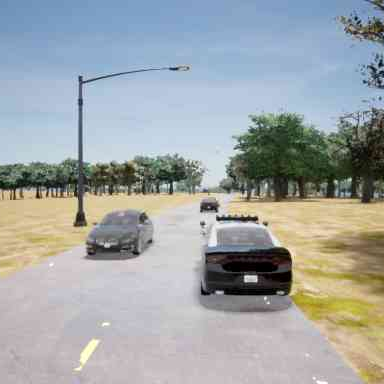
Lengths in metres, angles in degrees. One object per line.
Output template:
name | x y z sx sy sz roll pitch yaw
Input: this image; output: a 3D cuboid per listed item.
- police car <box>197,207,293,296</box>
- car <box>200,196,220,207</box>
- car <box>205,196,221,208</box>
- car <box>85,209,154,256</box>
police car | 1.168 1.423 8.812 1.930 1.638 5.238 0 0 1
car | 1.959 1.394 36.799 1.882 1.535 5.008 0 0 6
car | 2.983 1.320 47.174 1.882 1.535 5.008 0 0 8
car | -2.679 1.500 13.258 1.837 1.490 4.892 0 0 2
